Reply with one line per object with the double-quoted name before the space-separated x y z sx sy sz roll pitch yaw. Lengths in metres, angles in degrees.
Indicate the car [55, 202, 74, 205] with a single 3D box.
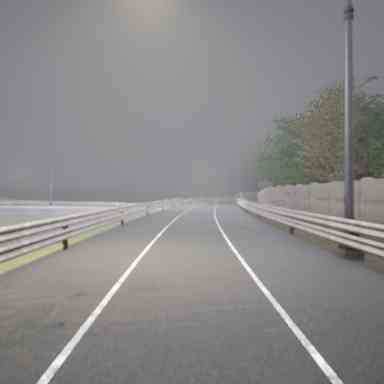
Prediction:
"car" -32.916 3.048 84.858 5.357 1.411 2.033 2 -4 -21
